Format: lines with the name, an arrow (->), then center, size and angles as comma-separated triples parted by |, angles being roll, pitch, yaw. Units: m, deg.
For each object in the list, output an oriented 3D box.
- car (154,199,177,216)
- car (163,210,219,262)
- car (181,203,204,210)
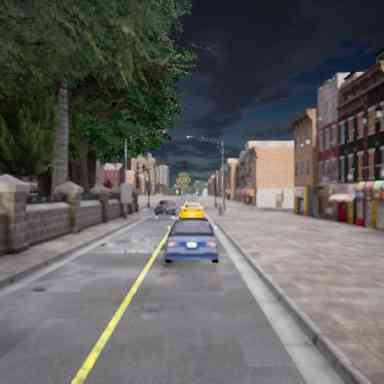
car -> -2.782, 1.599, 35.618 | 2.097, 1.767, 4.553 | 0, 0, 0
car -> 0.006, 1.647, 12.520 | 2.033, 1.411, 5.357 | 0, 0, 0
car -> 0.021, 1.685, 29.242 | 1.882, 1.535, 5.008 | 0, 0, 1
